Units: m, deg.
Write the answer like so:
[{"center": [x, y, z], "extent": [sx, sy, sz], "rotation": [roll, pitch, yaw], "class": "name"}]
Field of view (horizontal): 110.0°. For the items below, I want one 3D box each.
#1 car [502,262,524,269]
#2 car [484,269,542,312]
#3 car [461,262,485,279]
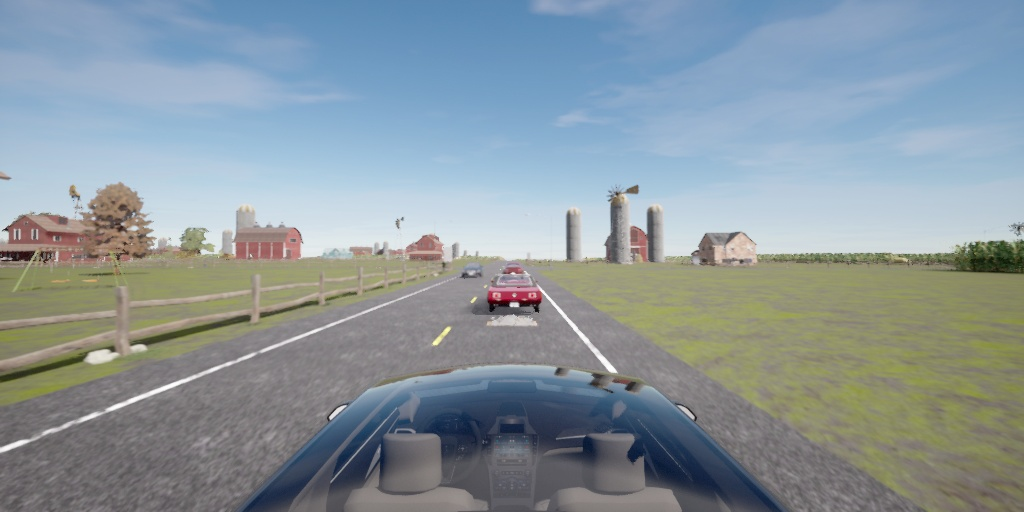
[{"center": [0.114, 1.301, 32.271], "extent": [1.812, 1.442, 4.674], "rotation": [0, 0, 0], "class": "car"}, {"center": [0.090, 1.359, 14.297], "extent": [1.895, 1.301, 4.718], "rotation": [0, 0, 0], "class": "car"}, {"center": [-3.574, 1.302, 33.559], "extent": [1.812, 1.442, 4.674], "rotation": [0, 0, 0], "class": "car"}]
